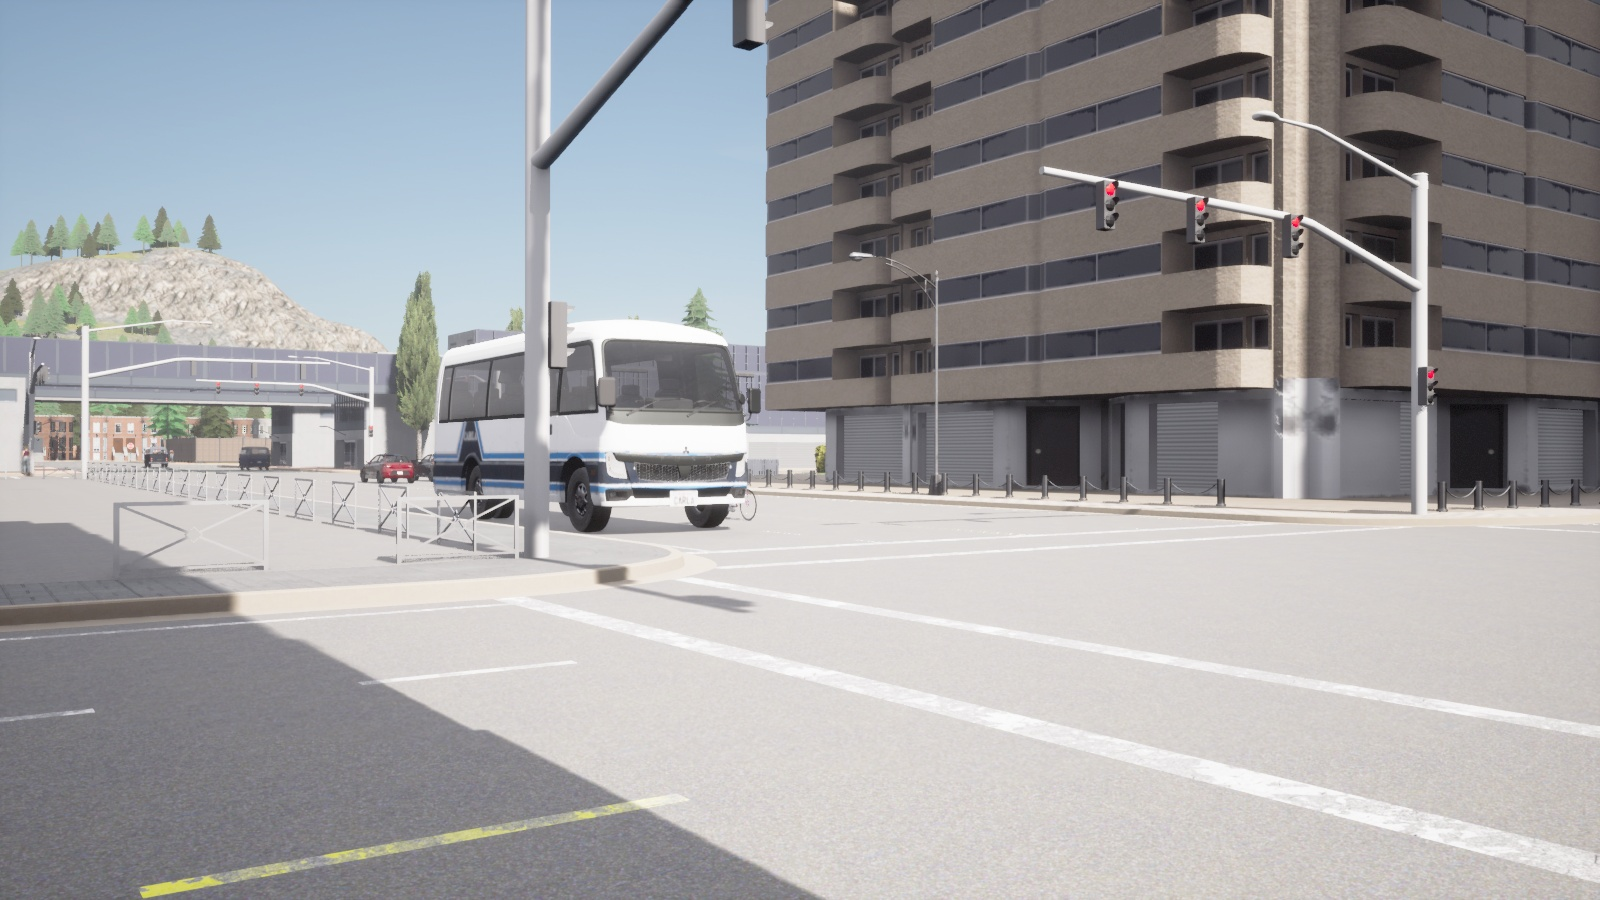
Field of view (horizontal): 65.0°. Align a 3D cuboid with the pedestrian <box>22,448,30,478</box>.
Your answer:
[{"bbox_3d":[-48.060,0.810,77.972,0.345,1.836,0.594,0,0,-43],"label":"pedestrian"}]

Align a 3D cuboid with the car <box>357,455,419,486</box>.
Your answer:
[{"bbox_3d":[-20.704,1.012,63.020,1.816,1.474,4.193,0,0,-35],"label":"car"}]

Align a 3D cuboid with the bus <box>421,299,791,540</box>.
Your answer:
[{"bbox_3d":[-4.722,-0.499,27.578,3.944,4.253,10.273,0,0,-35],"label":"bus"}]

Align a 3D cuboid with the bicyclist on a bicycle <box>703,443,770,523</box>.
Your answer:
[{"bbox_3d":[-1.488,0.745,29.055,0.659,1.776,1.843,0,0,-35],"label":"bicyclist on a bicycle"}]

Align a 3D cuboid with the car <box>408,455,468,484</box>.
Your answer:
[{"bbox_3d":[-19.461,1.020,67.379,1.816,1.474,4.193,0,0,-35],"label":"car"}]
